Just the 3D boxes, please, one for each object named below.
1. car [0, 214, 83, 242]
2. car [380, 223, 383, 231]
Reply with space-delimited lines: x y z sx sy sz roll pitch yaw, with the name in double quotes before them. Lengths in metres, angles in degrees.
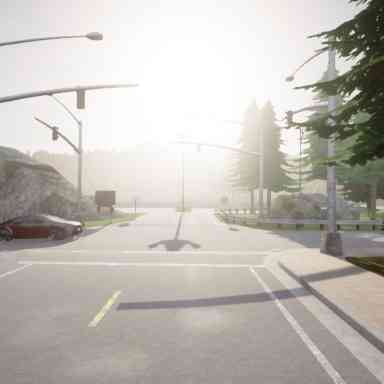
"car" -8.037 1.847 17.725 4.181 1.385 1.994 -1 -1 1
"car" 15.035 2.058 21.108 5.357 1.411 2.033 0 -1 -2
